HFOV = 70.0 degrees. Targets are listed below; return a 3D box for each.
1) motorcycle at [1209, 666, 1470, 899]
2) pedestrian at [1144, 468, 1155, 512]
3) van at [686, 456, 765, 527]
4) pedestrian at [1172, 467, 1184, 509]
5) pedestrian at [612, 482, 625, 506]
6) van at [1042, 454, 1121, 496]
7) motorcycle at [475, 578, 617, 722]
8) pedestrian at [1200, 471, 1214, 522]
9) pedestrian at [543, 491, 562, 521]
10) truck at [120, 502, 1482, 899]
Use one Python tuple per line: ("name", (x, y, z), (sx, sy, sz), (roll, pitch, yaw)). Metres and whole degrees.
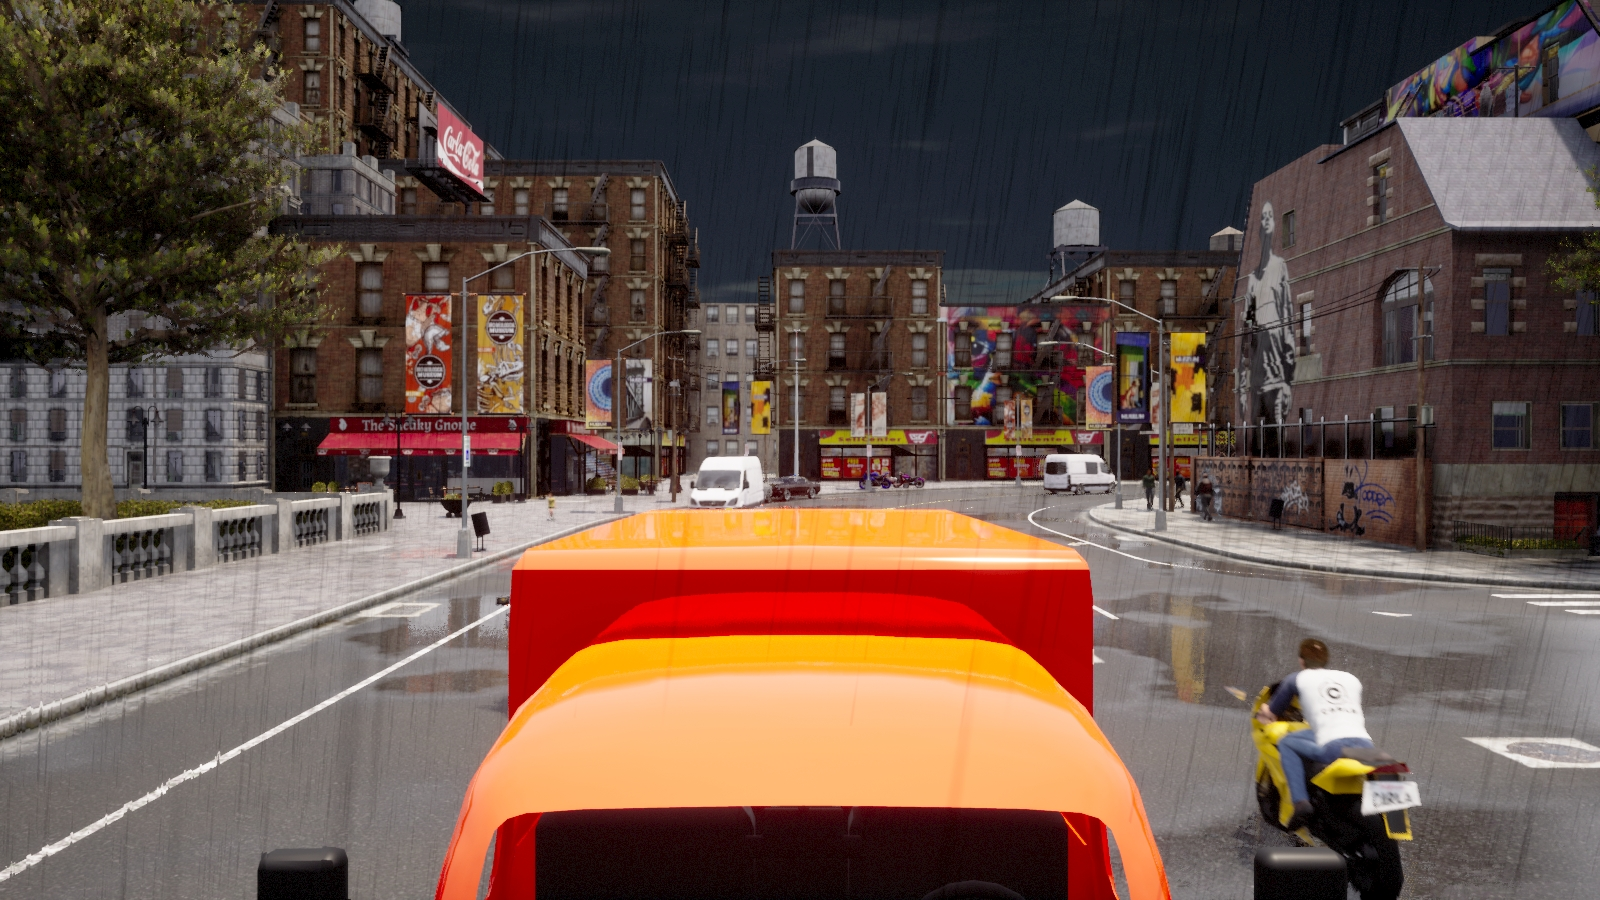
("motorcycle", (3.509, 2.216, 7.677), (0.803, 1.145, 2.033), (0, 0, 0))
("pedestrian", (14.999, 1.715, 49.039), (0.375, 1.860, 0.375), (0, 0, 9))
("van", (-2.841, 1.552, 45.061), (1.988, 2.561, 5.915), (0, 0, 8))
("pedestrian", (17.109, 1.716, 51.736), (0.375, 1.860, 0.375), (0, 0, -30))
("pedestrian", (-8.687, 2.097, 54.592), (0.500, 1.100, 0.500), (0, 0, 5))
("van", (17.955, 1.563, 72.674), (5.915, 2.561, 1.988), (0, 0, -43))
("motorcycle", (-2.830, 2.211, 13.028), (0.867, 1.251, 2.209), (0, 0, 8))
("pedestrian", (15.080, 1.713, 42.355), (0.375, 1.860, 0.375), (0, 0, 1))
("pedestrian", (-9.261, 2.093, 42.757), (0.500, 1.100, 0.500), (0, 0, 22))
("truck", (-0.002, 1.571, 4.805), (2.627, 2.467, 5.204), (0, 0, 0))
